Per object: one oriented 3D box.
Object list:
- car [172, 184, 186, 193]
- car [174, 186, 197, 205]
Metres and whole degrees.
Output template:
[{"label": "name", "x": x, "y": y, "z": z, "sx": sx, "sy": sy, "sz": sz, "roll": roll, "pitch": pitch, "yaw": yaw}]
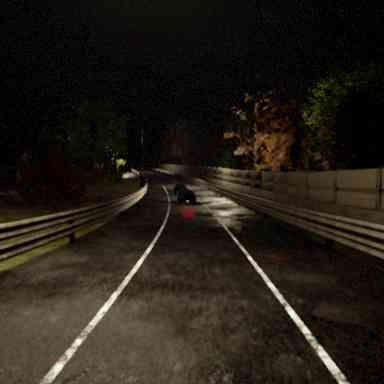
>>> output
[{"label": "car", "x": -1.667, "y": -0.432, "z": 46.902, "sx": 1.837, "sy": 1.490, "sz": 4.892, "roll": 0, "pitch": 5, "yaw": -6}, {"label": "car", "x": -0.581, "y": 0.488, "z": 34.466, "sx": 1.837, "sy": 1.490, "sz": 4.892, "roll": 0, "pitch": 4, "yaw": -4}]
